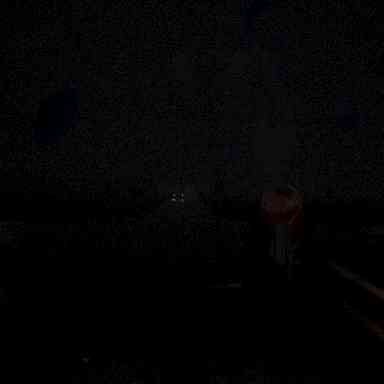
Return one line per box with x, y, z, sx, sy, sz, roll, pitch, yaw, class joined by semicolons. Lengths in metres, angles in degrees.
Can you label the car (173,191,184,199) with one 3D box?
-2.751;0.620;68.487;2.097;1.767;4.553;0;1;0;car
